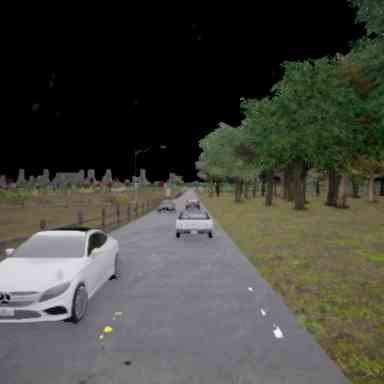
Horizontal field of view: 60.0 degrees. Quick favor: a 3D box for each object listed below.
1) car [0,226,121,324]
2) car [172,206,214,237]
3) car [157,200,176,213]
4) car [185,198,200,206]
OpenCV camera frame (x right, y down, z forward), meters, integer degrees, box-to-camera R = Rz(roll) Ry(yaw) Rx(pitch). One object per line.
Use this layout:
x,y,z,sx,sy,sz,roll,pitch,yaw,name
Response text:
-2.826,1.547,7.344,1.812,1.442,4.674,0,0,0,car
0.109,1.649,18.208,1.895,1.301,4.718,0,0,0,car
-2.822,1.620,37.641,1.994,1.385,4.181,0,0,0,car
0.121,1.572,43.504,1.812,1.442,4.674,0,0,0,car
